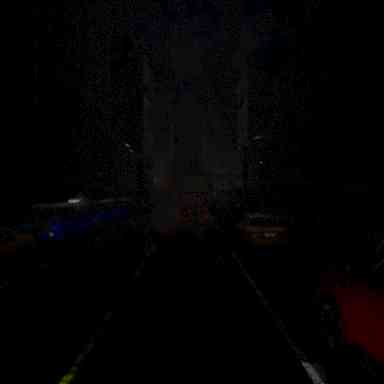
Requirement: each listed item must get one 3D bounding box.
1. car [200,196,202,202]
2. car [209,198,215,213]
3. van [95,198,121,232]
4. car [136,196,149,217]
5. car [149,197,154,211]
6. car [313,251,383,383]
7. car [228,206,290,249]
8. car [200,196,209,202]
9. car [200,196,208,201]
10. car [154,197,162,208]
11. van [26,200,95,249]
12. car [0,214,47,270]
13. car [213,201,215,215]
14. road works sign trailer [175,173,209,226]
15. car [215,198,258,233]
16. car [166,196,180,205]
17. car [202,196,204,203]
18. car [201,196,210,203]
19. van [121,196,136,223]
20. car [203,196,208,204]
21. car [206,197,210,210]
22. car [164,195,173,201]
[{"bbox_3d":[2.822,1.556,64.477,2.008,1.369,4.403,-1,0,0],"label":"car"},{"bbox_3d":[2.836,1.536,31.132,1.752,1.417,4.829,-1,0,0],"label":"car"},{"bbox_3d":[-5.693,1.349,19.785,1.690,1.788,3.998,-1,0,0],"label":"van"},{"bbox_3d":[-5.700,1.325,30.957,2.192,1.841,5.009,-1,0,0],"label":"car"},{"bbox_3d":[-5.702,1.450,36.543,1.967,1.590,4.097,-1,0,0],"label":"car"},{"bbox_3d":[2.845,1.317,3.033,2.192,1.841,5.009,-1,0,0],"label":"car"},{"bbox_3d":[2.843,1.532,14.375,1.752,1.417,4.829,-1,0,0],"label":"car"},{"bbox_3d":[2.817,1.564,75.649,1.947,1.339,4.313,-1,0,0],"label":"car"},{"bbox_3d":[2.815,1.577,81.235,1.802,1.307,4.206,-1,0,0],"label":"car"},{"bbox_3d":[-5.710,1.450,47.714,1.967,1.590,4.097,-1,0,0],"label":"car"},{"bbox_3d":[-5.689,1.348,14.199,1.690,1.788,3.998,-1,0,0],"label":"van"},{"bbox_3d":[-5.683,1.530,8.443,1.752,1.417,4.829,-1,0,0],"label":"car"},{"bbox_3d":[2.839,1.592,25.376,1.802,1.307,4.206,-1,0,0],"label":"car"},{"bbox_3d":[-0.010,0.474,23.191,2.380,3.560,2.880,0,0,0],"label":"road works sign trailer"},{"bbox_3d":[2.838,1.324,19.790,2.192,1.841,5.009,-1,0,0],"label":"car"},{"bbox_3d":[-3.095,1.533,57.929,1.812,1.442,4.674,0,0,0],"label":"car"},{"bbox_3d":[2.829,1.561,47.720,2.008,1.369,4.403,-1,0,0],"label":"car"},{"bbox_3d":[2.819,1.527,70.233,1.752,1.417,4.829,-1,0,0],"label":"car"},{"bbox_3d":[-5.696,1.350,25.371,1.690,1.788,3.998,-1,0,0],"label":"van"},{"bbox_3d":[2.831,1.576,42.134,1.947,1.339,4.313,-1,0,0],"label":"car"},{"bbox_3d":[2.834,1.576,36.548,1.947,1.339,4.313,-1,0,0],"label":"car"},{"bbox_3d":[-5.731,1.539,81.228,1.887,1.381,4.507,-1,0,0],"label":"car"}]
